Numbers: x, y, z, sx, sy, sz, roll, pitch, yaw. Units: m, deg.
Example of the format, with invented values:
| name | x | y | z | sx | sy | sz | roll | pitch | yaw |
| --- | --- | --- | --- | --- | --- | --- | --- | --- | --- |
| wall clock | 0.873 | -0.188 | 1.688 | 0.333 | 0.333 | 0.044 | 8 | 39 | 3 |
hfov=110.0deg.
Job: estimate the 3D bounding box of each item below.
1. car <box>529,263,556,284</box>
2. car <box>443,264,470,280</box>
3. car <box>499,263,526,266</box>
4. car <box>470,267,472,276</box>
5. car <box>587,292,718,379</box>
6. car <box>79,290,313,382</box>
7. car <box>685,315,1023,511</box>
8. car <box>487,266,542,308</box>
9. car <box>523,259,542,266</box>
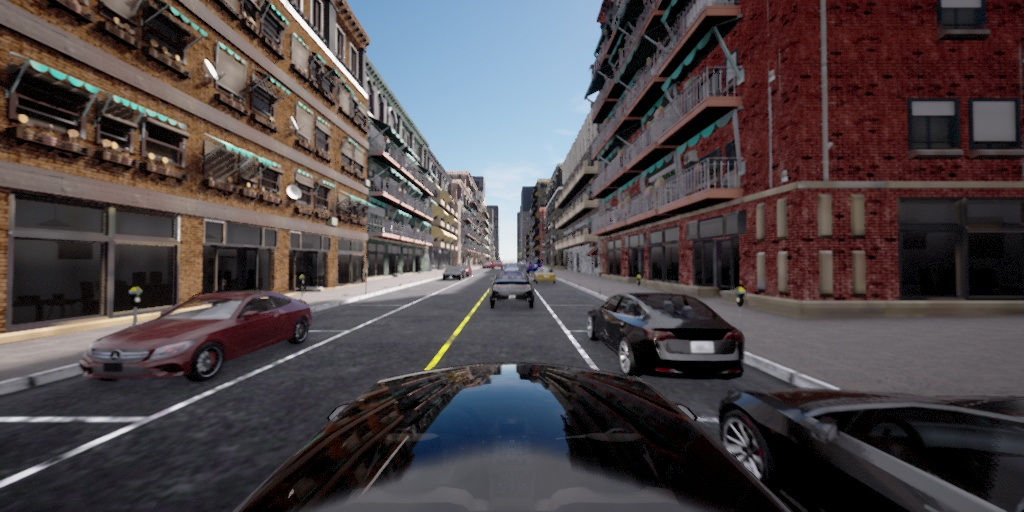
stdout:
| name | x | y | z | sx | sy | sz | roll | pitch | yaw |
| --- | --- | --- | --- | --- | --- | --- | --- | --- | --- |
| car | 2.688 | 1.550 | 30.066 | 1.751 | 1.417 | 4.829 | 0 | 0 | 0 |
| car | -5.693 | 1.648 | 35.560 | 1.948 | 1.339 | 4.313 | 0 | 0 | 0 |
| car | 0.002 | 1.564 | 31.244 | 1.812 | 1.442 | 4.674 | 0 | 0 | 0 |
| car | -5.694 | 1.581 | 41.221 | 1.967 | 1.591 | 4.097 | 0 | 0 | 0 |
| car | 2.737 | 1.368 | 7.241 | 1.948 | 1.339 | 4.313 | 0 | 0 | 0 |
| car | -5.737 | 1.385 | 7.241 | 1.802 | 1.307 | 4.207 | 0 | 0 | 0 |
| car | 2.800 | 1.314 | 1.578 | 1.948 | 1.339 | 4.313 | 0 | 0 | 0 |
| car | 0.003 | 1.381 | 16.148 | 2.128 | 1.511 | 4.902 | 0 | 0 | 0 |
| car | 3.101 | 1.459 | 49.639 | 2.150 | 2.045 | 5.566 | 0 | -1 | 0 |
